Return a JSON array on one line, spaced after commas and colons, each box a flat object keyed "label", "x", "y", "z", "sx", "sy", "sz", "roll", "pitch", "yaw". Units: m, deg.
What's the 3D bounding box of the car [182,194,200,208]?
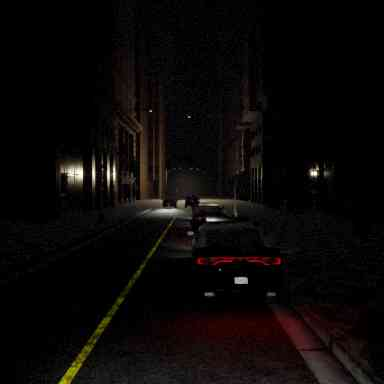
[{"label": "car", "x": 0.055, "y": 1.299, "z": 46.789, "sx": 2.097, "sy": 1.767, "sz": 4.553, "roll": 0, "pitch": 0, "yaw": 0}]

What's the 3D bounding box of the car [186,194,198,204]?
[{"label": "car", "x": 0.051, "y": 1.272, "z": 60.082, "sx": 2.097, "sy": 1.767, "sz": 4.553, "roll": 0, "pitch": 0, "yaw": 0}]

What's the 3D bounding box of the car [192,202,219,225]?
[{"label": "car", "x": 0.921, "y": 1.507, "z": 24.588, "sx": 1.812, "sy": 1.442, "sz": 4.674, "roll": 0, "pitch": 0, "yaw": 0}]

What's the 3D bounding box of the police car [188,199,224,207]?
[{"label": "police car", "x": 0.915, "y": 1.413, "z": 18.698, "sx": 1.930, "sy": 1.638, "sz": 5.238, "roll": 0, "pitch": 0, "yaw": 0}]

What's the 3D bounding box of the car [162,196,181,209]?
[{"label": "car", "x": -2.962, "y": 1.443, "z": 44.762, "sx": 2.128, "sy": 1.511, "sz": 4.902, "roll": 0, "pitch": 0, "yaw": 0}]

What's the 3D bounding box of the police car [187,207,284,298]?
[{"label": "police car", "x": 0.907, "y": 1.421, "z": 8.696, "sx": 1.930, "sy": 1.638, "sz": 5.238, "roll": 0, "pitch": 0, "yaw": 0}]
